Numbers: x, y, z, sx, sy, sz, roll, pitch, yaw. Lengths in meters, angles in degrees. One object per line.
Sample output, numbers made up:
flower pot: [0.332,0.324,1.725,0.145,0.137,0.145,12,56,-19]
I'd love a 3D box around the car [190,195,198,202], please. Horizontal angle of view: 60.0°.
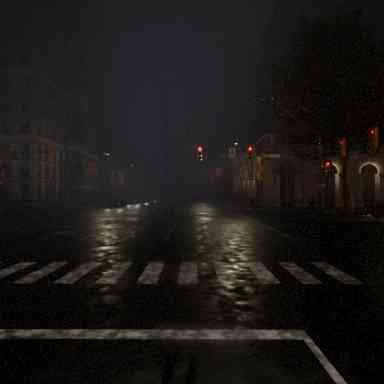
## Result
car: [0.389,1.458,78.624,2.128,1.511,4.902,0,0,1]

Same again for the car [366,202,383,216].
car: [19.563,1.567,32.786,4.181,1.385,1.994,0,0,0]

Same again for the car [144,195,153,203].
car: [-10.212,1.603,71.010,1.895,1.301,4.718,0,0,1]

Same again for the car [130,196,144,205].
car: [-10.401,1.607,60.286,1.895,1.301,4.718,0,0,1]

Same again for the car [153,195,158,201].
car: [-10.019,1.509,85.681,1.895,1.301,4.718,0,0,1]

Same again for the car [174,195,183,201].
car: [-3.110,1.458,78.669,2.128,1.511,4.902,0,0,1]

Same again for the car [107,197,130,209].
car: [-10.504,1.482,46.684,1.882,1.535,5.008,0,0,1]
